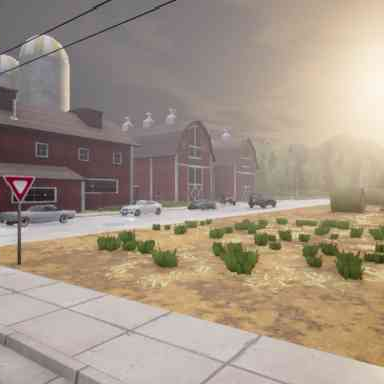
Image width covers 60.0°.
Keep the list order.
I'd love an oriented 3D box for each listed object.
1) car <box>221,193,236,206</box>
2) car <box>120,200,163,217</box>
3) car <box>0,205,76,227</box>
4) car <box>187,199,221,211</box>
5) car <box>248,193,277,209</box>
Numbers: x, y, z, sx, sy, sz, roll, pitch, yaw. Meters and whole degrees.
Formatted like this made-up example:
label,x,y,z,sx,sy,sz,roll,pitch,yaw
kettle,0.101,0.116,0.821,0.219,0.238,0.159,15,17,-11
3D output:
label,x,y,z,sx,sy,sz,roll,pitch,yaw
car,5.845,1.118,53.980,1.905,1.878,3.866,6,1,-8
car,-4.689,1.499,31.500,1.812,1.442,4.674,0,0,34
car,-10.576,1.574,23.002,1.895,1.301,4.718,0,0,35
car,1.247,1.537,40.097,1.994,1.385,4.181,0,0,35
car,9.788,1.195,46.099,2.150,2.045,5.566,0,0,36
